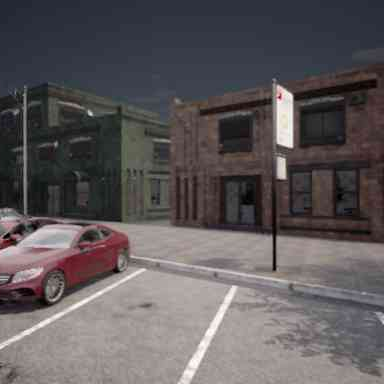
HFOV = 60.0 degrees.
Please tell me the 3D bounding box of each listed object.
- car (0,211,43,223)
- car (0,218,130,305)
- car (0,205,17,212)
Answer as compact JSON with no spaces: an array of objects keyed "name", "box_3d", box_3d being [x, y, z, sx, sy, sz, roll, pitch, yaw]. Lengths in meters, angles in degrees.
[{"name":"car","box_3d":[-5.609,1.516,10.067,2.163,1.488,4.792,1,-1,16]},{"name":"car","box_3d":[-3.160,1.526,8.349,2.002,1.452,4.674,1,-1,16]},{"name":"car","box_3d":[-8.028,1.363,11.876,2.185,1.767,4.553,1,-1,16]}]
